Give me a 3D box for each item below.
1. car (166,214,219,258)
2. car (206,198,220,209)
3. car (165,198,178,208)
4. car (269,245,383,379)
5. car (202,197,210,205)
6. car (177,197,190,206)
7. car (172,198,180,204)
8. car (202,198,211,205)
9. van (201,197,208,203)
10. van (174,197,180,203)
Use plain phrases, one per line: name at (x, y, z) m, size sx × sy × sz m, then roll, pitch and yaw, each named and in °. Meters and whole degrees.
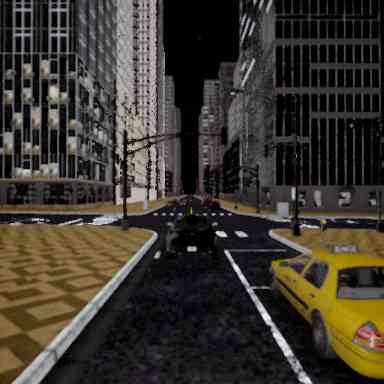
car at (0.019, 1.655, 13.485) m, size 1.837 × 1.490 × 4.892 m, roll 0°, pitch 0°, yaw 0°
car at (3.859, 2.195, 56.778) m, size 1.947 × 1.339 × 4.313 m, roll 0°, pitch -1°, yaw 0°
car at (-4.102, 2.268, 62.259) m, size 1.802 × 1.307 × 4.206 m, roll 0°, pitch -1°, yaw 0°
car at (2.564, 1.590, 5.848) m, size 1.752 × 1.417 × 4.829 m, roll 0°, pitch -1°, yaw 0°
car at (3.683, 2.168, 78.888) m, size 2.192 × 1.841 × 5.009 m, roll 0°, pitch -1°, yaw 0°
car at (-1.585, 2.297, 70.683) m, size 2.128 × 1.511 × 4.902 m, roll 0°, pitch -1°, yaw 0°
car at (-4.261, 2.401, 89.897) m, size 1.967 × 1.590 × 4.097 m, roll 0°, pitch -1°, yaw 0°
car at (3.651, 2.347, 84.415) m, size 1.967 × 1.590 × 4.097 m, roll 0°, pitch -1°, yaw 0°
van at (3.587, 2.356, 95.470) m, size 1.690 × 1.788 × 3.998 m, roll 0°, pitch -1°, yaw 0°
van at (-4.293, 2.355, 95.425) m, size 1.690 × 1.788 × 3.998 m, roll 0°, pitch -1°, yaw 0°
